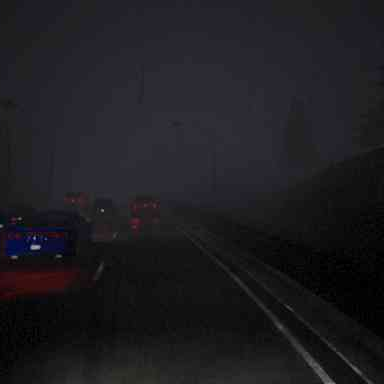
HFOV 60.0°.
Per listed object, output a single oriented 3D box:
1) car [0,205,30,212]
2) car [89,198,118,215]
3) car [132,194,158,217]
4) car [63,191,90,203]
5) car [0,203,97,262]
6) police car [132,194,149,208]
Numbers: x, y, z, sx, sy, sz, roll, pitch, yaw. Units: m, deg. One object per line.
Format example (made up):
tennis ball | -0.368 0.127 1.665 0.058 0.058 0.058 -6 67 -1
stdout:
car | -9.331 1.401 17.829 1.812 1.442 4.674 0 0 -10
car | -7.936 1.283 30.336 1.837 1.490 4.892 0 0 -10
car | -4.175 1.135 29.132 2.097 1.767 4.553 0 0 -10
car | -12.551 0.959 36.326 2.150 2.045 5.566 0 0 -10
car | -4.793 1.392 11.845 1.882 1.535 5.008 0 0 -9
police car | -6.835 1.099 43.835 1.930 1.638 5.238 0 0 -11
